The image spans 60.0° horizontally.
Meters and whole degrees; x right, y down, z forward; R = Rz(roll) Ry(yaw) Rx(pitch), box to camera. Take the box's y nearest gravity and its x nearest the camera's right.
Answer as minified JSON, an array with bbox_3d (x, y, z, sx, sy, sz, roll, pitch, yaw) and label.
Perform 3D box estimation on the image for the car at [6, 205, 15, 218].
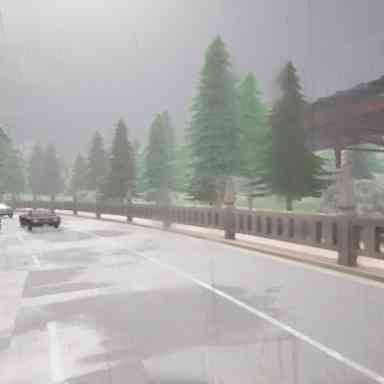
[{"bbox_3d":[-19.837,1.950,34.134,2.033,1.411,5.357,0,0,-43],"label":"car"}]

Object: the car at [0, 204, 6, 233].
[{"bbox_3d":[-13.199,1.479,20.509,2.150,2.045,5.566,0,0,-36],"label":"car"}]

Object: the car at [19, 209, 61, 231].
[{"bbox_3d":[-10.535,1.836,22.815,1.895,1.301,4.718,0,0,-35],"label":"car"}]
